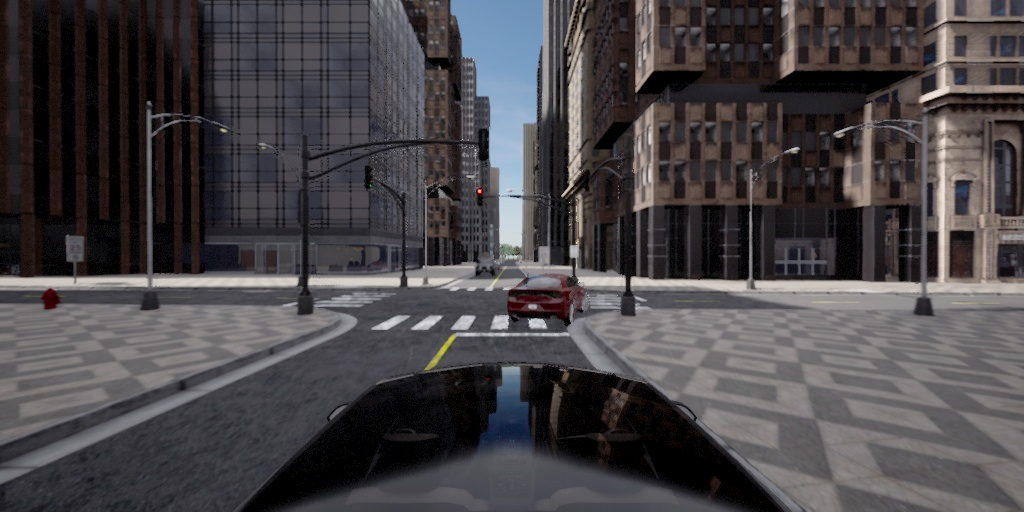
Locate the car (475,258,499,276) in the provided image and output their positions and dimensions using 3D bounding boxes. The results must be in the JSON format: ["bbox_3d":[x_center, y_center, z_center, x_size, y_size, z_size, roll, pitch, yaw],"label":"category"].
[{"bbox_3d":[-3.089,1.293,42.507,2.150,2.045,5.566,0,0,0],"label":"car"}]

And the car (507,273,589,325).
[{"bbox_3d":[1.392,1.346,12.522,1.882,1.535,5.008,-1,-2,19],"label":"car"}]
